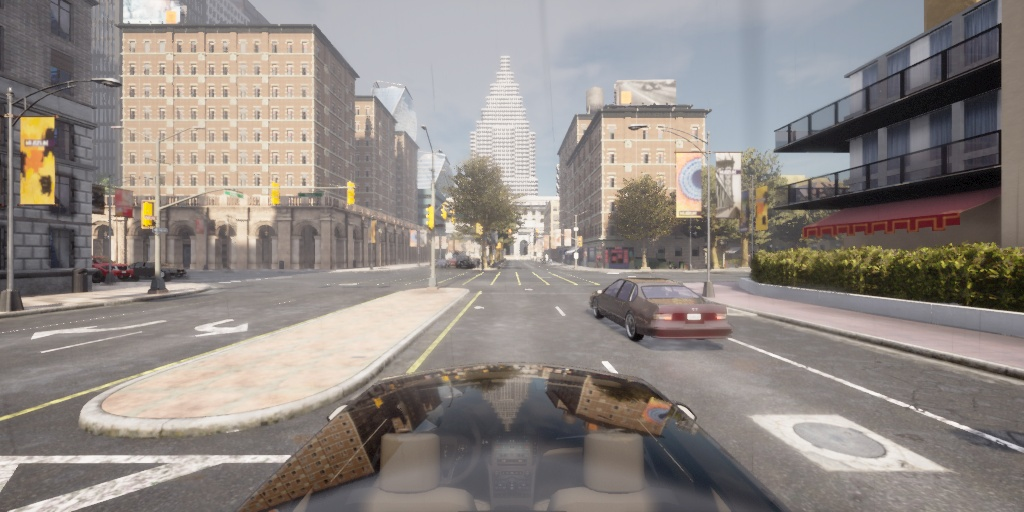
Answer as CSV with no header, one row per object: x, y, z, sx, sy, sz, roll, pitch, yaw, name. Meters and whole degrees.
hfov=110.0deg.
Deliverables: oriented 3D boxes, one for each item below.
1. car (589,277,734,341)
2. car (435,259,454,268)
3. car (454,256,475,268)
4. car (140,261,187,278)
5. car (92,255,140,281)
3.634,1.297,9.886,2.033,1.411,5.357,0,0,-3,car
-11.557,1.297,60.073,2.033,1.411,5.357,0,0,0,car
-8.062,0.971,60.697,2.150,2.045,5.566,0,0,0,car
-32.849,1.255,32.965,4.892,1.490,1.837,0,0,0,car
-34.648,0.971,29.438,5.566,2.045,2.150,0,0,0,car
